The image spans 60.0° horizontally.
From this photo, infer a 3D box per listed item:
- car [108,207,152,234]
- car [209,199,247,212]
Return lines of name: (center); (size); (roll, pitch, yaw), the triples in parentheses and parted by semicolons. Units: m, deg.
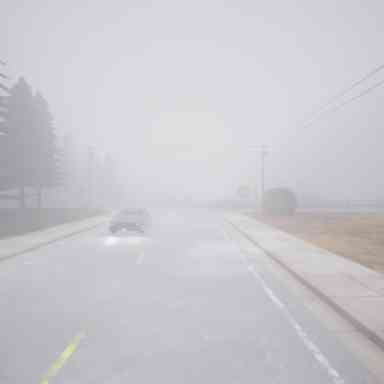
car: (-3.502, 1.586, 19.855); (2.033, 1.411, 5.357); (0, 0, 0)
car: (4.390, 1.565, 40.378); (4.892, 1.490, 1.837); (0, -4, -28)
